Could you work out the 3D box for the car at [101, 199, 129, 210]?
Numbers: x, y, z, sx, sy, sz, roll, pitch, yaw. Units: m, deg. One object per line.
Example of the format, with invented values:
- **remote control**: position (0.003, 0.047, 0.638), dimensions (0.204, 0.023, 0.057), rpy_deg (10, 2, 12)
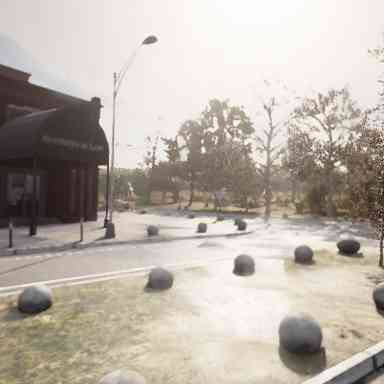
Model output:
- **car**: position (-10.599, 1.652, 45.725), dimensions (4.181, 1.385, 1.994), rpy_deg (2, -1, 35)
